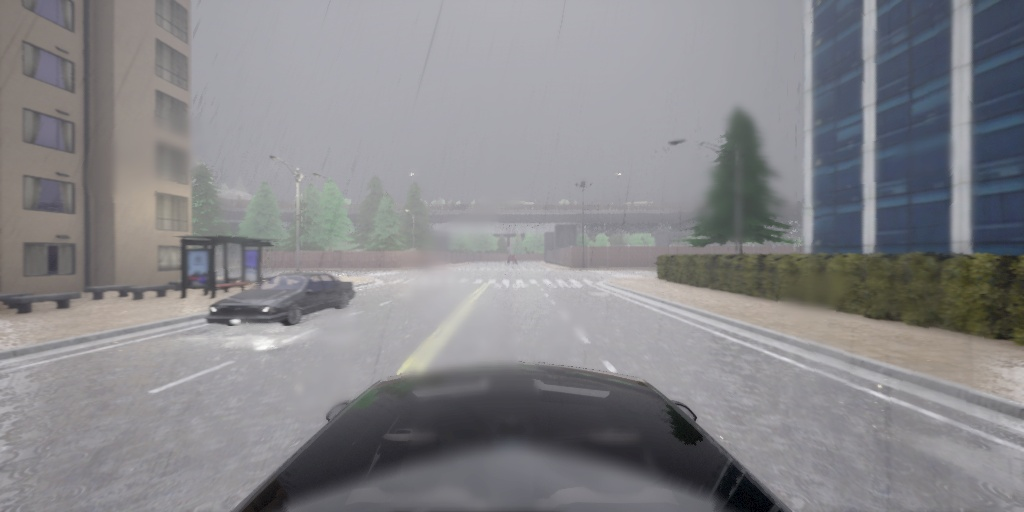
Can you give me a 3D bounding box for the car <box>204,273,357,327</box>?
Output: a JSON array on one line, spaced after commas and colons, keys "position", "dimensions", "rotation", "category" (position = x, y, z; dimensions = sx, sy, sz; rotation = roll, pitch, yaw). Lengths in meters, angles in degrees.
[{"position": [-7.002, 1.269, 11.753], "dimensions": [2.033, 1.411, 5.357], "rotation": [0, 0, 0], "category": "car"}]
